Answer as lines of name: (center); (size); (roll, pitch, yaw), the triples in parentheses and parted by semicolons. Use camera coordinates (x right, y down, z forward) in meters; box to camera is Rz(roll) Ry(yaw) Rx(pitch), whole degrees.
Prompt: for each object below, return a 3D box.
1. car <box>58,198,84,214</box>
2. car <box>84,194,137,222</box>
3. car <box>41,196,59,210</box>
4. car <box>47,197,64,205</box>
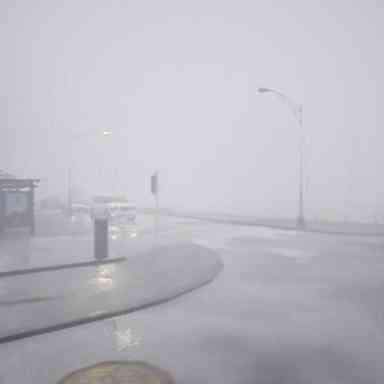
car: (-12.123, 1.529, 34.596); (1.812, 1.442, 4.674); (0, 0, -35)
car: (-6.436, 1.224, 26.607); (2.150, 2.045, 5.566); (0, 0, -35)
car: (-17.844, 1.356, 42.676); (2.097, 1.767, 4.553); (0, 0, -35)
car: (-24.067, 1.569, 58.591); (1.994, 1.385, 4.181); (0, 0, -35)
